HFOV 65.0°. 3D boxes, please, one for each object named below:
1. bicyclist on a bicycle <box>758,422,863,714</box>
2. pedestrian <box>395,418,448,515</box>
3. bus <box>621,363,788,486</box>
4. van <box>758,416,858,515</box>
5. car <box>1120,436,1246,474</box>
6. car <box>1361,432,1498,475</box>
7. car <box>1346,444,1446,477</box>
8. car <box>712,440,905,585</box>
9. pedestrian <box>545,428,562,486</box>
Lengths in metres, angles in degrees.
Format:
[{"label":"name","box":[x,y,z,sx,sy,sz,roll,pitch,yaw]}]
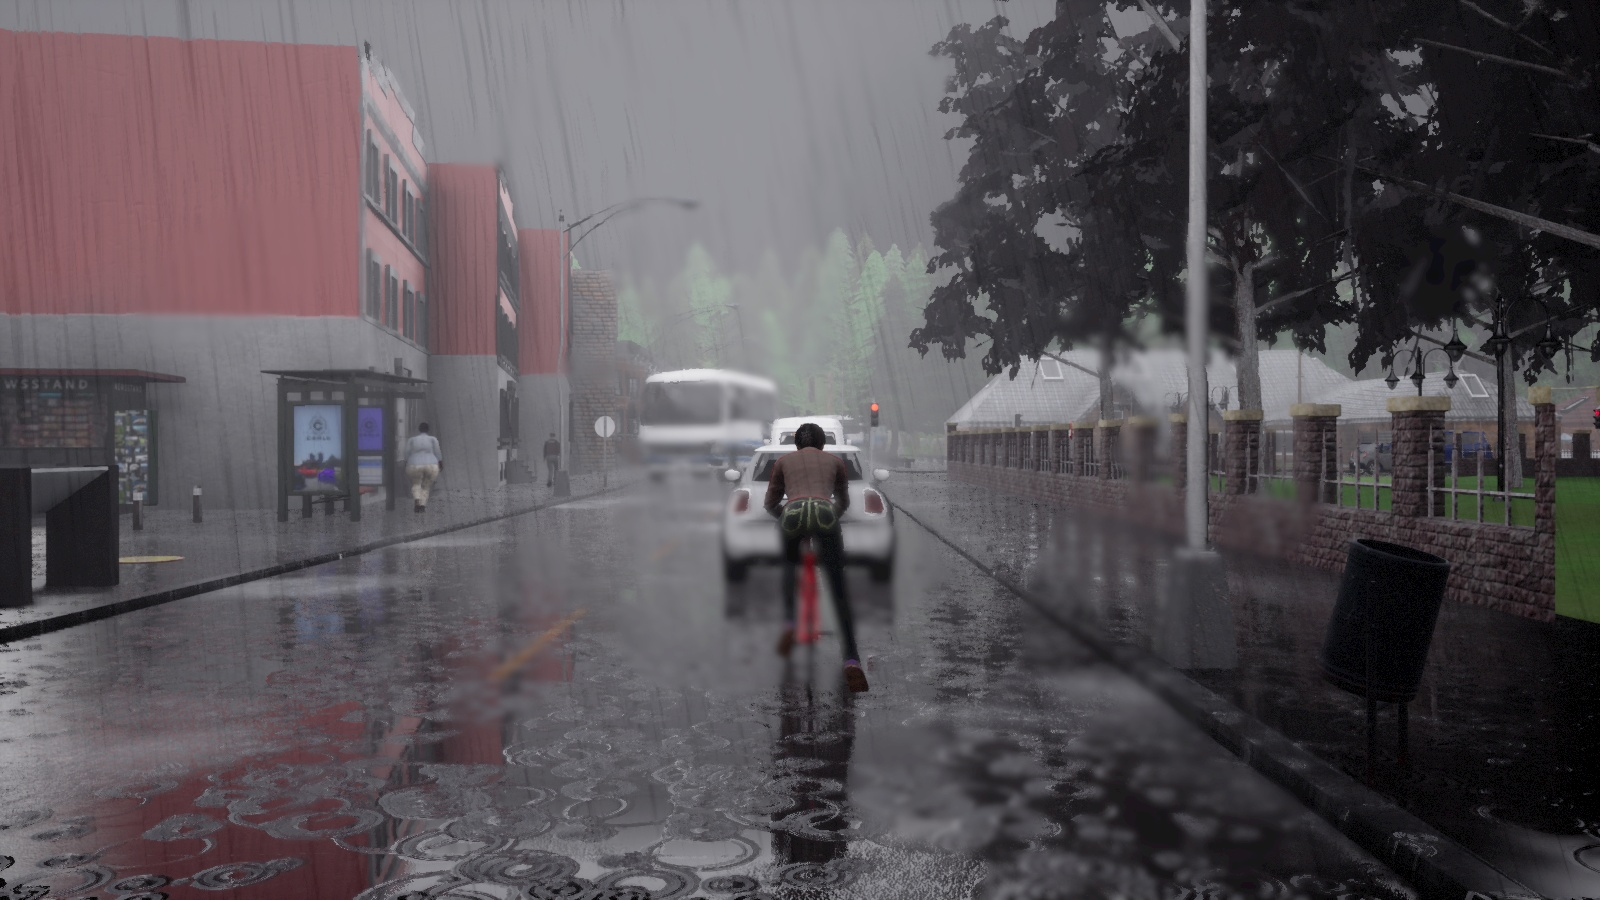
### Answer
[{"label":"bicyclist on a bicycle","box":[0.062,0.655,7.794,0.582,1.620,1.656,0,0,0]},{"label":"pedestrian","box":[-7.409,0.309,24.630,0.874,1.855,0.900,0,0,-9]},{"label":"bus","box":[-3.417,-0.910,49.106,3.944,4.253,10.273,-1,0,11]},{"label":"van","box":[0.184,0.311,28.196,2.069,2.038,4.480,0,0,1]},{"label":"car","box":[17.275,0.218,56.805,5.027,1.651,2.152,0,0,-1]},{"label":"car","box":[30.426,0.147,60.793,5.566,2.045,2.150,0,0,0]},{"label":"car","box":[26.893,0.462,56.757,3.633,1.501,1.845,0,0,-1]},{"label":"car","box":[0.104,0.629,14.715,1.970,1.475,3.806,0,0,0]},{"label":"pedestrian","box":[-7.887,0.223,40.146,0.376,1.854,0.720,0,0,3]}]
